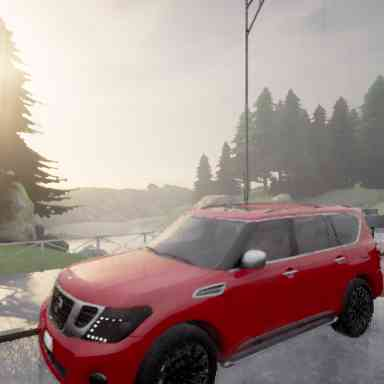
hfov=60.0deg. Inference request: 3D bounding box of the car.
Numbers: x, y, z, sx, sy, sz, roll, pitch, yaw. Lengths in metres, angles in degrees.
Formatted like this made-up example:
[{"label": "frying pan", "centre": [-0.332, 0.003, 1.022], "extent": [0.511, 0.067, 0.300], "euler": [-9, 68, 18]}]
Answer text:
[{"label": "car", "centre": [0.738, 1.222, 5.119], "extent": [5.566, 2.045, 2.150], "euler": [0, 0, -35]}]
